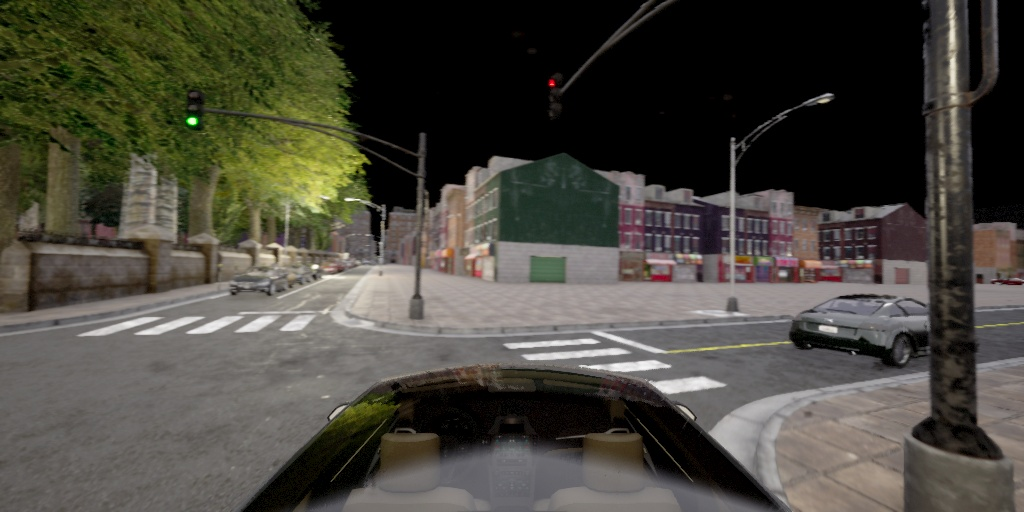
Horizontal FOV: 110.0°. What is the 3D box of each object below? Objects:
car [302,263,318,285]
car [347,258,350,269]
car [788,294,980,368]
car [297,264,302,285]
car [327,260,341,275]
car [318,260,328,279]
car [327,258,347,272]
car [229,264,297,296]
[{"bbox_3d":[-15.142,1.236,24.906,2.007,1.370,4.403,0,0,-20],"label":"car"},{"bbox_3d":[-24.497,1.313,50.499,1.967,1.591,4.097,0,0,-20],"label":"car"},{"bbox_3d":[8.762,1.616,8.521,4.181,1.385,1.994,2,-2,-21],"label":"car"},{"bbox_3d":[-13.419,1.180,20.041,1.751,1.417,4.829,0,0,-20],"label":"car"},{"bbox_3d":[-20.755,1.373,40.262,1.802,1.307,4.207,0,0,-20],"label":"car"},{"bbox_3d":[-17.013,1.284,30.025,1.948,1.339,4.313,0,0,-20],"label":"car"},{"bbox_3d":[-22.626,1.146,45.380,2.192,1.841,5.009,0,0,-20],"label":"car"},{"bbox_3d":[-12.718,1.195,18.195,2.007,1.370,4.403,0,0,-20],"label":"car"}]
